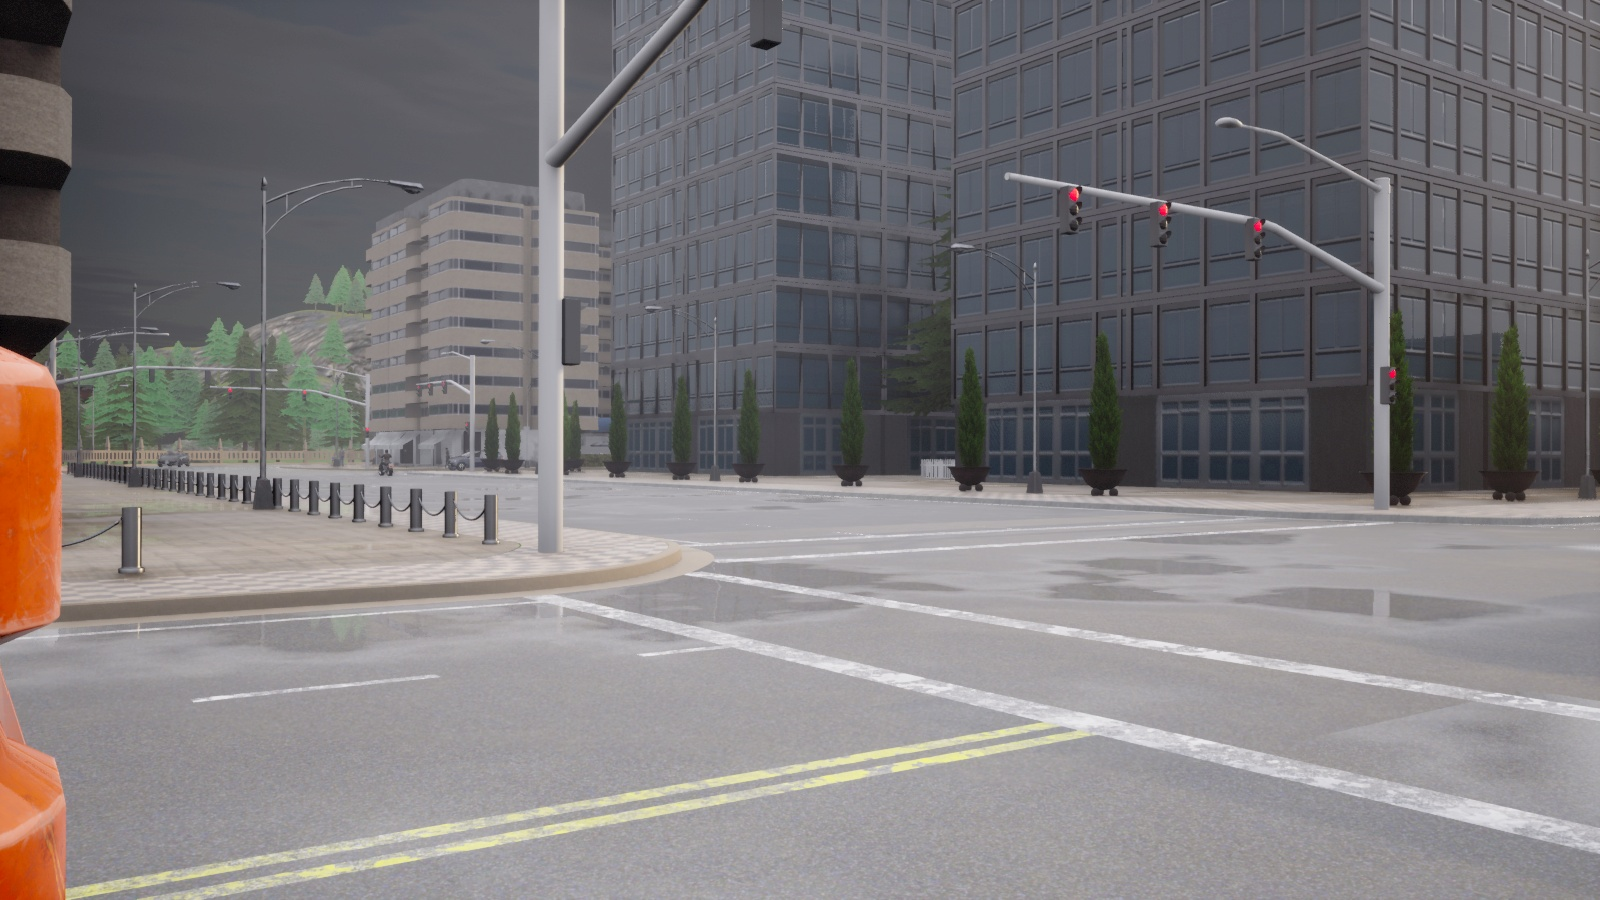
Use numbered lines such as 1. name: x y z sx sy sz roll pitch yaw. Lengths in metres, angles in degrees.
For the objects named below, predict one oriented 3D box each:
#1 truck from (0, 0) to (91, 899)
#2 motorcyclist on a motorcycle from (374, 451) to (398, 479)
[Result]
1. truck: -4.853 -0.226 0.292 7.936 3.462 2.891 0 0 -35
2. motorcyclist on a motorcycle: -24.902 0.877 75.473 0.766 1.649 2.350 0 0 -34
